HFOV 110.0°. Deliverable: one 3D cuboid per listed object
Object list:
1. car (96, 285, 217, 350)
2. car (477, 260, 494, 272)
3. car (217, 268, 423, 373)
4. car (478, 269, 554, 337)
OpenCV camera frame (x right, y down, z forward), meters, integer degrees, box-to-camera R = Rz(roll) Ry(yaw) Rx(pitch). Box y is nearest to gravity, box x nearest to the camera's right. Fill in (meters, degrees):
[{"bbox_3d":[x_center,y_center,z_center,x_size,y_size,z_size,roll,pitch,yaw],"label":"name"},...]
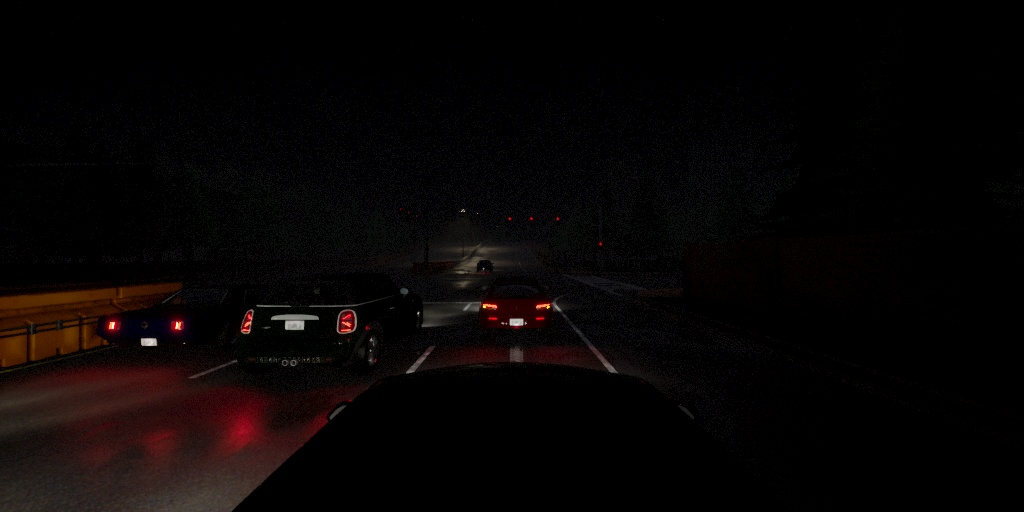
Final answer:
[{"bbox_3d":[-6.902,1.351,9.044,1.895,1.301,4.718,0,0,0],"label":"car"},{"bbox_3d":[-3.410,1.255,45.460,1.837,1.490,4.892,0,0,0],"label":"car"},{"bbox_3d":[-3.400,1.102,7.730,2.097,1.767,4.553,0,0,0],"label":"car"},{"bbox_3d":[0.097,1.276,10.120,1.812,1.442,4.674,0,0,0],"label":"car"}]
